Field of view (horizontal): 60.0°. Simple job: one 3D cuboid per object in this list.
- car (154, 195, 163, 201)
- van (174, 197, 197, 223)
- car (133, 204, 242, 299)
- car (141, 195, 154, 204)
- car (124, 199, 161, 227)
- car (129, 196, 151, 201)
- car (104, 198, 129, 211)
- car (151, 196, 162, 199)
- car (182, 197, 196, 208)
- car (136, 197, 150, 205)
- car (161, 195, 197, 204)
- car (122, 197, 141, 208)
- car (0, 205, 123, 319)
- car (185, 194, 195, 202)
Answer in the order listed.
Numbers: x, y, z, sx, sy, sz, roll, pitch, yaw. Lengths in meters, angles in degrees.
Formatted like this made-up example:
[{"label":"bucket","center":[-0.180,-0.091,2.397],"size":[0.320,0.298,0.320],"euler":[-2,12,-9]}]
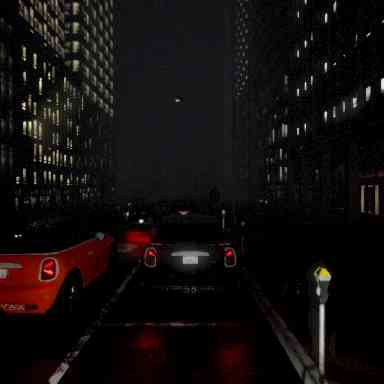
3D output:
[{"label":"car","center":[-8.844,1.545,88.876],"size":[1.947,1.339,4.313],"euler":[-1,0,0]},{"label":"van","center":[-0.465,1.336,26.356],"size":[1.690,1.788,3.998],"euler":[-1,0,0]},{"label":"car","center":[-0.033,1.351,8.621],"size":[2.097,1.767,4.553],"euler":[0,0,0]},{"label":"car","center":[-8.845,1.426,66.141],"size":[1.967,1.590,4.097],"euler":[-1,0,0]},{"label":"car","center":[-3.073,1.502,22.653],"size":[1.837,1.490,4.892],"euler":[0,0,0]},{"label":"car","center":[-6.214,1.344,39.291],"size":[2.097,1.767,4.553],"euler":[0,0,0]},{"label":"car","center":[-8.844,1.544,37.723],"size":[2.008,1.369,4.403],"euler":[-1,0,0]},{"label":"car","center":[-3.073,1.485,37.655],"size":[2.128,1.511,4.902],"euler":[0,0,0]},{"label":"car","center":[-0.463,1.541,49.090],"size":[2.008,1.369,4.403],"euler":[-1,0,0]},{"label":"car","center":[-8.843,1.570,60.458],"size":[1.802,1.307,4.206],"euler":[-1,0,0]},{"label":"car","center":[-0.465,1.311,20.672],"size":[2.192,1.841,5.009],"euler":[-1,0,0]},{"label":"car","center":[-8.843,1.541,49.090],"size":[2.008,1.369,4.403],"euler":[-1,0,0]},{"label":"car","center":[-3.147,1.349,7.541],"size":[2.097,1.767,4.553],"euler":[0,0,0]},{"label":"car","center":[-0.465,1.298,77.509],"size":[2.192,1.841,5.009],"euler":[-1,0,0]}]
